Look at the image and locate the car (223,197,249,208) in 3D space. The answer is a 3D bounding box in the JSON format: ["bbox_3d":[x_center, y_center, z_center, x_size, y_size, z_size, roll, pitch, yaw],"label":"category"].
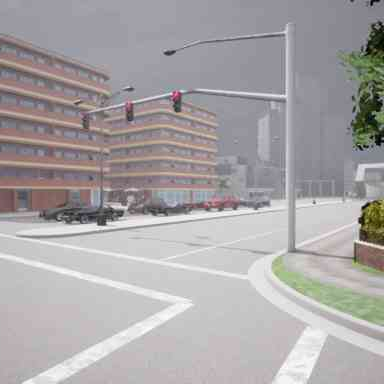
[{"bbox_3d":[6.734,1.526,50.131,1.812,1.442,4.674,0,0,36],"label":"car"}]

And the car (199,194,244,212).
[{"bbox_3d":[3.613,1.221,39.950,2.150,2.045,5.566,0,0,36],"label":"car"}]

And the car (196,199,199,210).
[{"bbox_3d":[0.681,1.601,41.872,1.895,1.301,4.718,0,0,36],"label":"car"}]

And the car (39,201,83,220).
[{"bbox_3d":[-9.979,1.505,27.245,1.837,1.490,4.892,0,0,36],"label":"car"}]

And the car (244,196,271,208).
[{"bbox_3d":[9.667,1.352,48.214,2.097,1.767,4.553,0,0,36],"label":"car"}]

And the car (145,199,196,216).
[{"bbox_3d":[-1.964,1.599,32.306,1.895,1.301,4.718,0,0,36],"label":"car"}]

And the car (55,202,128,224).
[{"bbox_3d":[-7.376,1.601,24.910,1.895,1.301,4.718,0,0,33],"label":"car"}]

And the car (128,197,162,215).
[{"bbox_3d":[-4.574,1.352,34.656,2.097,1.767,4.553,0,0,35],"label":"car"}]
